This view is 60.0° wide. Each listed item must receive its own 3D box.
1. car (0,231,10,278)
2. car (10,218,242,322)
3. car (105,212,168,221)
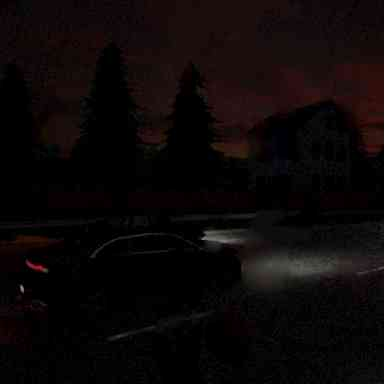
[{"bbox_3d":[-5.754,1.476,8.241,5.008,1.535,1.882,1,0,-36],"label":"car"},{"bbox_3d":[-1.033,1.515,7.311,4.902,1.511,2.128,1,0,-36],"label":"car"},{"bbox_3d":[-2.017,1.595,14.428,5.357,1.411,2.033,0,0,-32],"label":"car"}]
